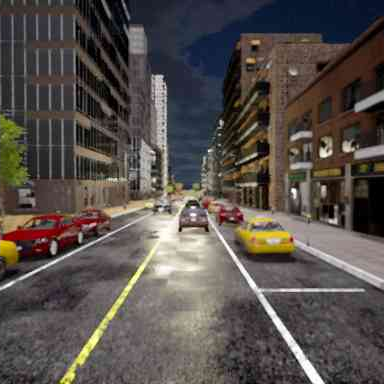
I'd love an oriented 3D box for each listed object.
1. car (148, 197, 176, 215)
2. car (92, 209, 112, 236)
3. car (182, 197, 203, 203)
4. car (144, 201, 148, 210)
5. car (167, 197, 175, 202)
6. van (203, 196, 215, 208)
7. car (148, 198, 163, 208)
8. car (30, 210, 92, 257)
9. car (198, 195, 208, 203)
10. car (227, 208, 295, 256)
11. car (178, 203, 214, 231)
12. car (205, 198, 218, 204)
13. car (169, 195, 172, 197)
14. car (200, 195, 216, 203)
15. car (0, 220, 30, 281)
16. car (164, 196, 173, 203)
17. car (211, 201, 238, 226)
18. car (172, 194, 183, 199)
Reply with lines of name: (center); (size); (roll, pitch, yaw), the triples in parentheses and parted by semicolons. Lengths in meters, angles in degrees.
car: (-3.123, 1.646, 36.044); (2.128, 1.511, 4.902); (0, 0, 0)
car: (-5.686, 1.663, 18.835); (1.802, 1.307, 4.206); (-1, 0, 0)
car: (0.068, 1.679, 40.692); (1.837, 1.490, 4.892); (0, -1, 0)
car: (-5.710, 1.730, 47.154); (1.752, 1.417, 4.829); (-1, 0, 0)
car: (-5.745, 1.980, 92.906); (1.947, 1.339, 4.313); (-1, 0, 0)
van: (2.628, 1.572, 52.903); (1.690, 1.788, 3.998); (-1, 0, 0)
car: (-5.714, 1.776, 53.021); (1.887, 1.381, 4.507); (-1, 0, 0)
car: (-5.683, 1.601, 13.138); (1.887, 1.381, 4.507); (-1, 0, 0)
car: (2.606, 1.676, 81.392); (2.192, 1.841, 5.009); (-1, 0, 0)
car: (2.664, 1.582, 13.190); (1.752, 1.417, 4.829); (-1, 0, 0)
car: (0.083, 1.638, 21.118); (2.033, 1.411, 5.357); (0, 0, 0)
car: (2.646, 1.680, 35.980); (1.752, 1.417, 4.829); (-1, 0, 0)
car: (-5.728, 1.834, 69.945); (1.752, 1.417, 4.829); (-1, 0, 0)
car: (2.632, 1.520, 47.207); (2.192, 1.841, 5.009); (-1, 0, 0)
car: (-5.679, 1.557, 7.269); (1.752, 1.417, 4.829); (-1, 0, 0)
car: (-5.739, 1.802, 81.510); (1.967, 1.590, 4.097); (-1, 0, 0)
car: (2.655, 1.649, 24.415); (1.887, 1.381, 4.507); (-1, 0, 0)
car: (-3.061, 1.393, 77.618); (2.150, 2.045, 5.566); (0, 0, 0)
